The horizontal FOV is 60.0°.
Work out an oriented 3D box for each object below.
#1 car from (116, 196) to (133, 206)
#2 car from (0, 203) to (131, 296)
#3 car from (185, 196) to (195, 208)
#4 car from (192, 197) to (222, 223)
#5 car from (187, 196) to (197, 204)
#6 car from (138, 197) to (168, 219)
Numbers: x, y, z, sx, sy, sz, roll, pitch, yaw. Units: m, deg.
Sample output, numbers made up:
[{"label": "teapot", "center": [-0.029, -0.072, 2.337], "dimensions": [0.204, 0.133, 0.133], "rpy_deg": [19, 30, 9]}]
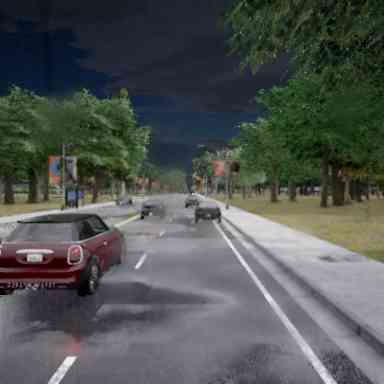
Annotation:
[{"label": "car", "center": [-9.825, 1.391, 48.644], "dimensions": [2.128, 1.511, 4.902], "rpy_deg": [0, 0, 0]}, {"label": "car", "center": [-3.149, 1.333, 8.785], "dimensions": [2.097, 1.767, 4.553], "rpy_deg": [0, 0, 0]}, {"label": "car", "center": [0.023, 1.412, 45.905], "dimensions": [1.837, 1.490, 4.892], "rpy_deg": [0, 0, 0]}, {"label": "car", "center": [1.140, 1.425, 24.976], "dimensions": [1.882, 1.535, 5.008], "rpy_deg": [0, 0, 0]}, {"label": "car", "center": [0.007, 1.406, 59.440], "dimensions": [1.812, 1.442, 4.674], "rpy_deg": [0, 0, 0]}, {"label": "car", "center": [-3.147, 1.446, 27.992], "dimensions": [1.837, 1.490, 4.892], "rpy_deg": [0, 0, 0]}]
